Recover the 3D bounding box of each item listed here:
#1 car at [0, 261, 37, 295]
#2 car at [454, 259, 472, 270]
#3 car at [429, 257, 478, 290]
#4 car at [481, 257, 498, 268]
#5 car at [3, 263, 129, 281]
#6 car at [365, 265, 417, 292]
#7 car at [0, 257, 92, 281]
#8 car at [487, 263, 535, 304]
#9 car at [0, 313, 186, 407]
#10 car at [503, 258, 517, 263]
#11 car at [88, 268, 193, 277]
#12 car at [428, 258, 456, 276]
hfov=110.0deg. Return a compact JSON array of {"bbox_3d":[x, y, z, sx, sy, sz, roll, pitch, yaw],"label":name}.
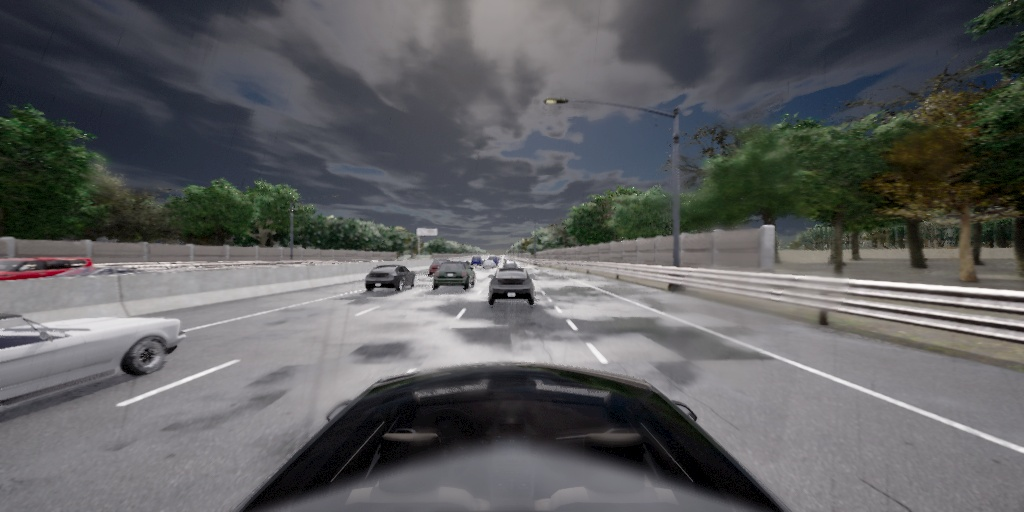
[{"bbox_3d":[-28.033,1.164,18.089,2.097,1.767,4.553,0,0,0],"label":"car"},{"bbox_3d":[-7.301,1.274,54.056,2.128,1.511,4.902,0,0,-1],"label":"car"},{"bbox_3d":[-3.553,1.106,22.762,2.097,1.767,4.553,0,0,0],"label":"car"},{"bbox_3d":[-3.885,1.324,61.222,1.812,1.442,4.674,0,0,-1],"label":"car"},{"bbox_3d":[-21.033,1.272,18.085,2.128,1.511,4.902,0,0,0],"label":"car"},{"bbox_3d":[-7.046,1.261,21.267,1.837,1.490,4.892,0,0,0],"label":"car"},{"bbox_3d":[-24.533,1.085,18.042,2.150,2.045,5.566,0,0,0],"label":"car"},{"bbox_3d":[-0.027,1.260,16.400,1.837,1.490,4.892,0,0,0],"label":"car"},{"bbox_3d":[-7.000,1.353,4.495,1.895,1.301,4.718,0,0,0],"label":"car"},{"bbox_3d":[-0.273,1.341,51.577,1.994,1.385,4.181,0,0,-1],"label":"car"},{"bbox_3d":[-17.532,1.412,18.068,1.895,1.301,4.718,0,0,0],"label":"car"},{"bbox_3d":[-7.142,1.111,37.189,2.097,1.767,4.553,0,0,0],"label":"car"}]
